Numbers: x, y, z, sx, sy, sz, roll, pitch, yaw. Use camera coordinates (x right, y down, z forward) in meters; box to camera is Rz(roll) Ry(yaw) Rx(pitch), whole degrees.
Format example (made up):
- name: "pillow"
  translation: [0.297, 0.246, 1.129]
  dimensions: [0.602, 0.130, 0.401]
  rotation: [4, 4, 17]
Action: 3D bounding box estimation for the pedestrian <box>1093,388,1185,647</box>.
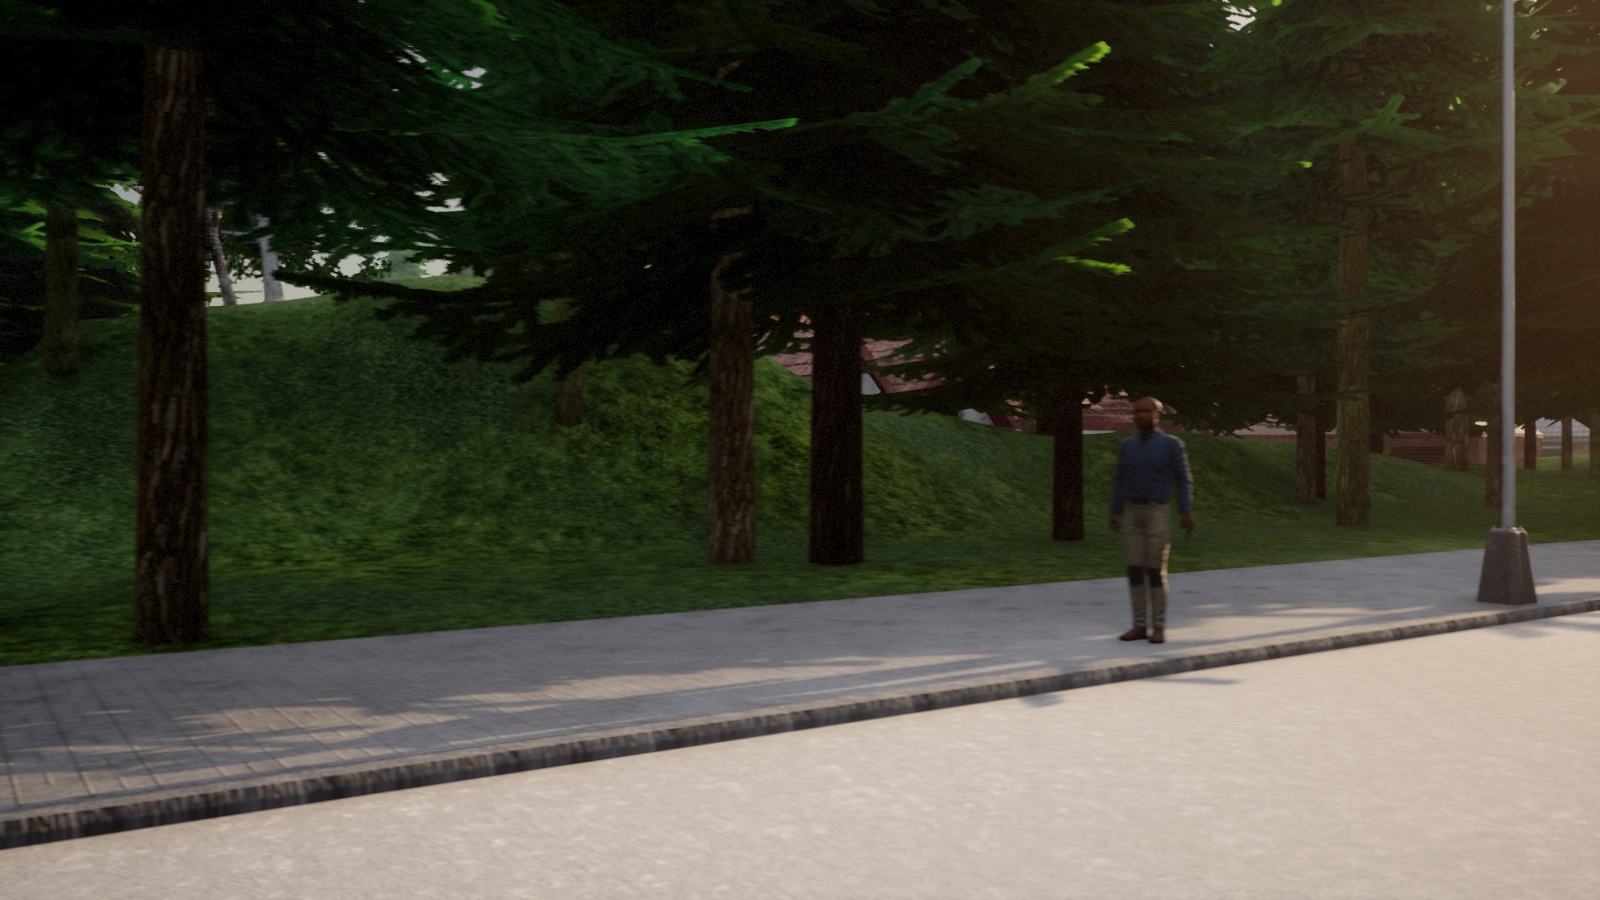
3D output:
- name: "pedestrian"
  translation: [2.518, 0.480, 9.302]
  dimensions: [0.370, 1.835, 0.726]
  rotation: [0, 0, 42]
